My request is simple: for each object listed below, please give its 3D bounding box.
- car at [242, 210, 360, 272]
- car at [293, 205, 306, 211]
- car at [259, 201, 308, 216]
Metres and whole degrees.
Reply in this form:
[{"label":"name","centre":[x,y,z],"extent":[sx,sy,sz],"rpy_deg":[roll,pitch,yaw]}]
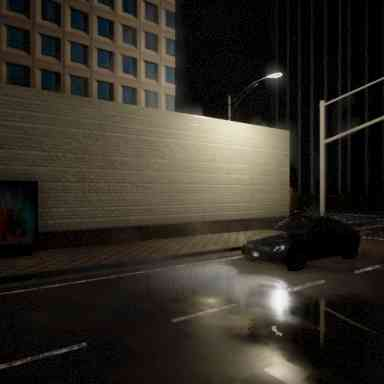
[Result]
[{"label":"car","centre":[3.733,1.526,10.973],"extent":[4.674,1.442,1.812],"rpy_deg":[0,0,-36]},{"label":"car","centre":[8.116,1.581,29.970],"extent":[1.812,1.442,4.674],"rpy_deg":[0,0,-36]},{"label":"car","centre":[9.317,1.656,34.295],"extent":[1.895,1.301,4.718],"rpy_deg":[0,0,-36]}]
